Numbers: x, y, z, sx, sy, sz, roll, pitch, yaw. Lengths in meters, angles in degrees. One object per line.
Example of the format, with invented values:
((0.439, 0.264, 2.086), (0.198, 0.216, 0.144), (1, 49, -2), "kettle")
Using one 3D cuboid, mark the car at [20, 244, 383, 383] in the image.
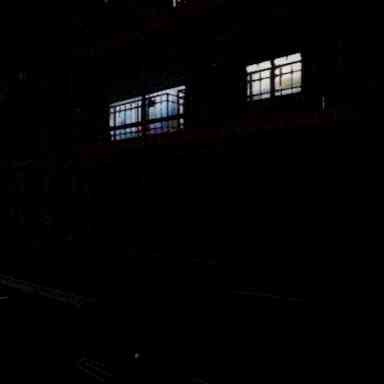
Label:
((0.936, 1.320, 2.211), (5.009, 1.841, 2.192), (-1, -1, 35), "car")
